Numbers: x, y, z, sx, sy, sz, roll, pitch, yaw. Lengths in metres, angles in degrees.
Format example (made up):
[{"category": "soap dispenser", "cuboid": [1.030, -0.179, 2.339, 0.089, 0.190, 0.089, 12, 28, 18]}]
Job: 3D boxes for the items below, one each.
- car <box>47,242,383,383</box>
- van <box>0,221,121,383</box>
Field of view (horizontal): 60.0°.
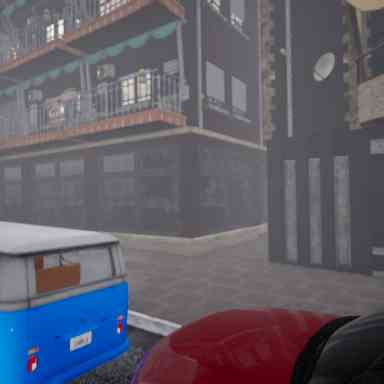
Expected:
[{"category": "car", "cuboid": [1.840, 1.316, 1.402, 5.009, 1.841, 2.192, 0, -1, 35]}, {"category": "van", "cuboid": [-2.683, 1.336, 4.587, 3.998, 1.788, 1.690, 0, -1, 35]}]
